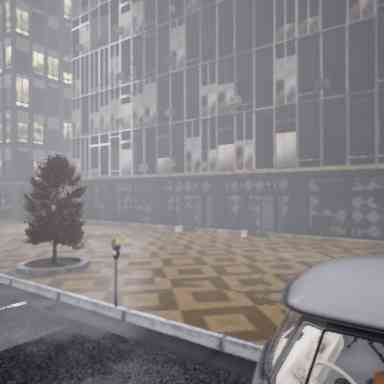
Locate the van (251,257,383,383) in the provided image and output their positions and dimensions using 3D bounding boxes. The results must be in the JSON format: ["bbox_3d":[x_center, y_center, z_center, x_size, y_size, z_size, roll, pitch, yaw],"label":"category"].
[{"bbox_3d":[2.128,1.331,1.351,3.998,1.788,1.690,-1,0,35],"label":"van"}]
